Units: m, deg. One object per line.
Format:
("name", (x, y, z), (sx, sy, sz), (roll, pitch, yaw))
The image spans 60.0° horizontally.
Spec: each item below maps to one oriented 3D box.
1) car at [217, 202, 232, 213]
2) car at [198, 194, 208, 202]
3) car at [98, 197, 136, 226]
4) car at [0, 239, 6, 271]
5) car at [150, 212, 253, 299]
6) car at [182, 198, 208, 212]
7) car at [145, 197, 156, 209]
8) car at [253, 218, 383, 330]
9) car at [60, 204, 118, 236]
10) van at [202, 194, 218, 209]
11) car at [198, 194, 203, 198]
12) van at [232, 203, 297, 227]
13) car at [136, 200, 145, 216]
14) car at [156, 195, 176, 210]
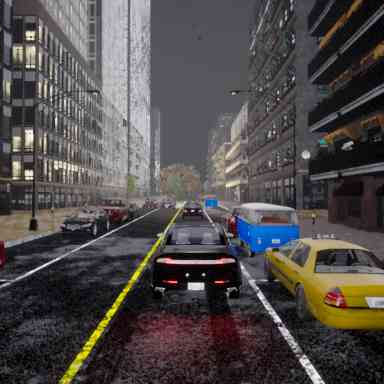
("car", (2.685, 1.446, 18.158), (1.967, 1.590, 4.097), (1, 0, 0))
("car", (2.625, 1.343, 80.389), (2.192, 1.841, 5.009), (1, 0, 0))
("car", (-5.699, 1.322, 23.800), (2.192, 1.841, 5.009), (1, 0, 0))
("car", (-5.685, 1.547, 6.829), (1.887, 1.381, 4.507), (1, 0, 0))
("car", (0.087, 1.494, 8.440), (2.128, 1.511, 4.902), (0, 0, 0))
("car", (0.067, 1.557, 28.956), (2.033, 1.411, 5.357), (0, 0, 0))
("car", (-5.723, 1.455, 46.430), (1.967, 1.590, 4.097), (1, 0, 0))
("car", (2.695, 1.527, 7.014), (1.752, 1.417, 4.829), (1, 0, 0))
("car", (-5.697, 1.556, 18.143), (2.008, 1.369, 4.403), (1, 0, 0))
("van", (2.659, 1.356, 46.445), (1.690, 1.788, 3.998), (1, 0, 0))
("car", (2.633, 1.574, 69.073), (2.008, 1.369, 4.403), (1, 0, 0))
("van", (2.692, 1.345, 12.501), (1.690, 1.788, 3.998), (1, 0, 0))
("car", (-5.708, 1.575, 29.457), (1.947, 1.339, 4.313), (1, 0, 0))
("car", (-3.043, 1.518, 42.712), (2.128, 1.511, 4.902), (0, 0, 0))
